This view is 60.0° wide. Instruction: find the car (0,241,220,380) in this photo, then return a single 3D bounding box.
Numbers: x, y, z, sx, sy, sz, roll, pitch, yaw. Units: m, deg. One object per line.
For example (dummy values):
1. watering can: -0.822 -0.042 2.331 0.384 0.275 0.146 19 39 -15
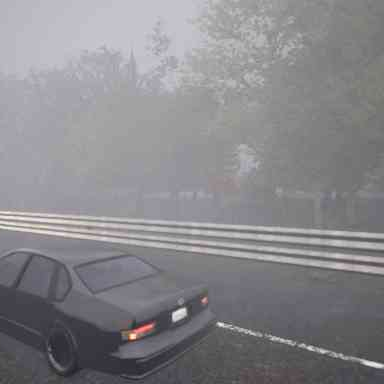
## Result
1. car: -2.198 1.572 5.549 5.357 1.411 2.033 0 0 35
